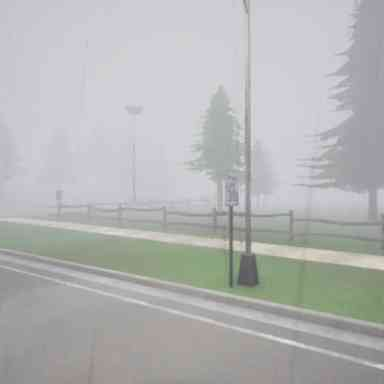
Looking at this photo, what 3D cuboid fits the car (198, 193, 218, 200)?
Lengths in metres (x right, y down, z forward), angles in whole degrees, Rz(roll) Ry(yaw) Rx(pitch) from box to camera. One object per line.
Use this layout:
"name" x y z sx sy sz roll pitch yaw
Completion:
"car" 3.353 1.001 65.264 2.150 2.045 5.566 0 0 35

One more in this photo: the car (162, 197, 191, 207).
"car" -2.013 1.577 51.686 1.812 1.442 4.674 0 0 35

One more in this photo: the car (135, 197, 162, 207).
"car" -6.198 1.605 51.831 2.033 1.411 5.357 0 0 35

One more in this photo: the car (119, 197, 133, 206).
"car" -10.593 1.560 57.699 2.128 1.511 4.902 0 0 35
